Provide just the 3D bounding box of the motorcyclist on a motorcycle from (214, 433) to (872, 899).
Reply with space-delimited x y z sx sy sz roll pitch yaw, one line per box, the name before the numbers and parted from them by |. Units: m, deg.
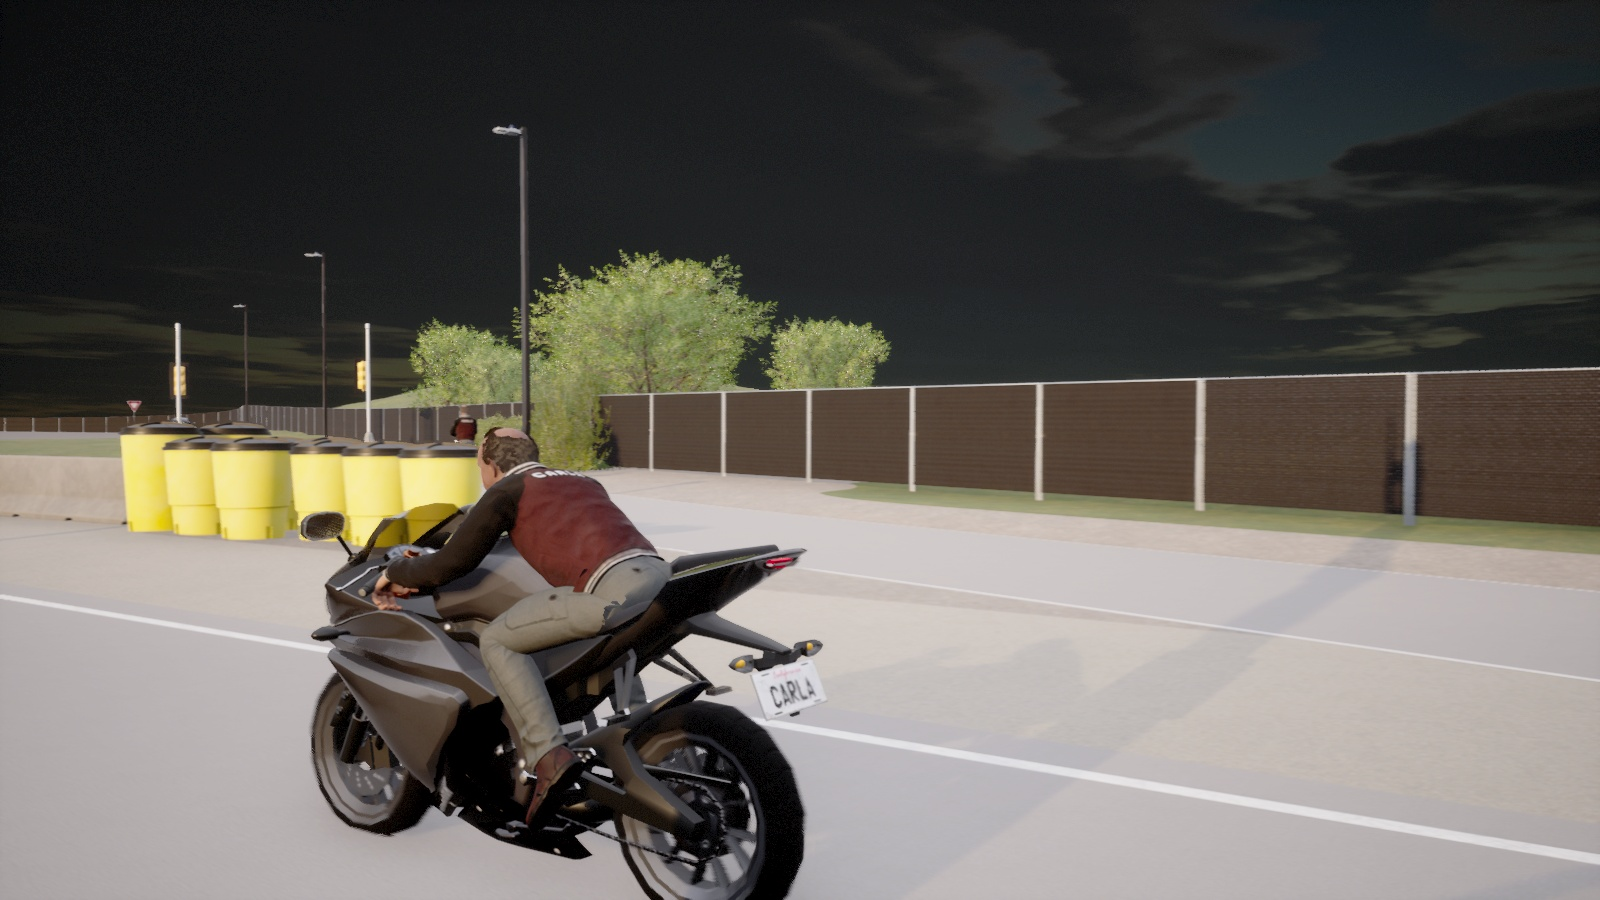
motorcyclist on a motorcycle | -0.928 0.718 4.241 2.191 1.530 0.866 0 1 34
